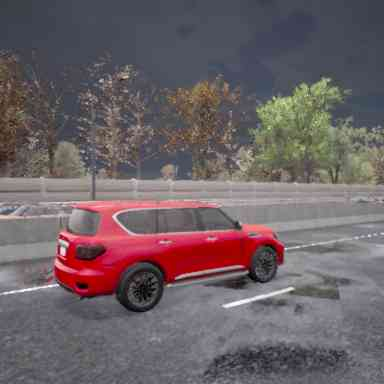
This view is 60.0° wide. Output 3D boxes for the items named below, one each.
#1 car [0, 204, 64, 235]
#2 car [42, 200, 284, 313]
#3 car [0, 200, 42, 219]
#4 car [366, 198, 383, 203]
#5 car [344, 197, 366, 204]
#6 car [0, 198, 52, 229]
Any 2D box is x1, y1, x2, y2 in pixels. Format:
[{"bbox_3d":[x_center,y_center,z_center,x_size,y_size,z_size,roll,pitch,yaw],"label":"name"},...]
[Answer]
[{"bbox_3d":[-9.876,1.497,18.443,4.892,1.490,1.837,0,0,-36],"label":"car"},{"bbox_3d":[-0.261,1.207,7.863,5.566,2.045,2.150,0,0,-35],"label":"car"},{"bbox_3d":[-7.583,1.343,15.777,4.553,1.767,2.097,0,0,-35],"label":"car"},{"bbox_3d":[25.046,1.435,43.316,4.181,1.385,1.994,0,0,-35],"label":"car"},{"bbox_3d":[23.048,1.396,46.186,4.674,1.442,1.812,0,0,-35],"label":"car"},{"bbox_3d":[-11.685,1.343,21.450,4.553,1.767,2.097,0,0,-35],"label":"car"}]
